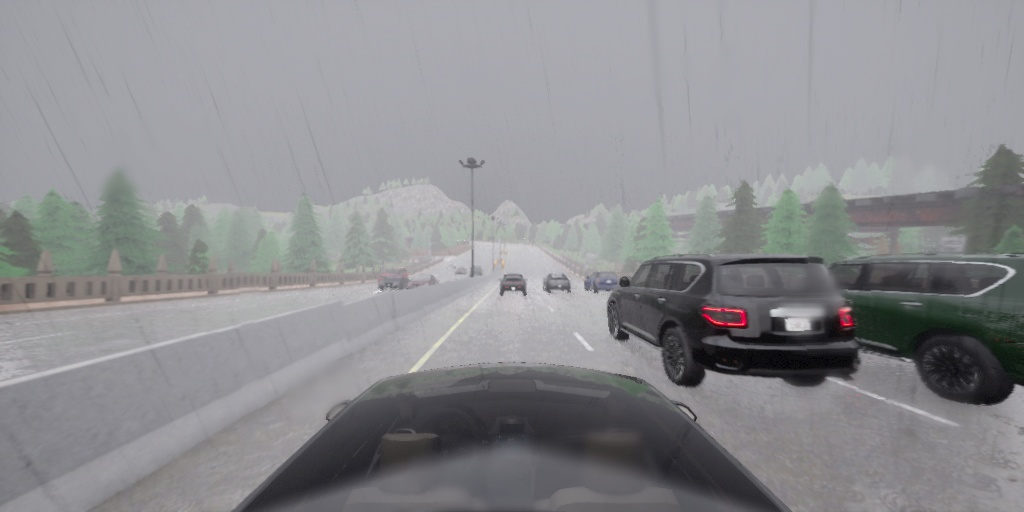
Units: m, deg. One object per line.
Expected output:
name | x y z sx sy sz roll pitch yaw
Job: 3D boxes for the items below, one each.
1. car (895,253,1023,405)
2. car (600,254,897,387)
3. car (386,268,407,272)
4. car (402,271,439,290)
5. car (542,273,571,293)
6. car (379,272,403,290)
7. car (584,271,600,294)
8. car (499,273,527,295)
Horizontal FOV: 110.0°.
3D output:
car | 7.098 1.004 6.481 2.150 2.045 5.566 0 -1 0
car | 3.597 1.016 7.182 2.150 2.045 5.566 0 -1 0
car | -14.090 2.487 43.176 2.150 2.045 5.566 0 -3 0
car | -7.107 2.196 29.108 1.812 1.442 4.674 0 -2 0
car | 3.588 2.170 29.309 2.128 1.511 4.902 0 -2 0
car | -10.606 2.394 32.897 1.994 1.385 4.181 0 -2 0
car | 7.087 1.991 28.353 2.097 1.767 4.553 0 -2 0
car | 0.088 2.090 27.130 1.837 1.490 4.892 0 -3 0
